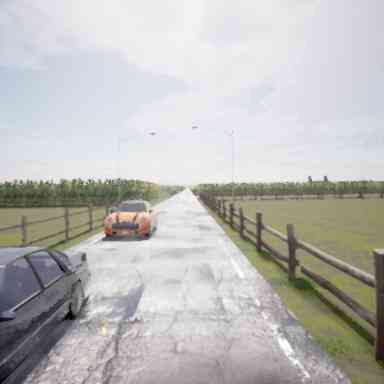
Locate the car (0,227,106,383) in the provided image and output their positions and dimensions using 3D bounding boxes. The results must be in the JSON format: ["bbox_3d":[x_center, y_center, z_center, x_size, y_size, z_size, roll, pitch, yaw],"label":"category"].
[{"bbox_3d":[-2.890,1.529,4.509,2.033,1.411,5.357,0,0,-1],"label":"car"}]

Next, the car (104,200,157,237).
[{"bbox_3d":[-3.021,1.235,17.190,2.097,1.767,4.553,0,0,0],"label":"car"}]
